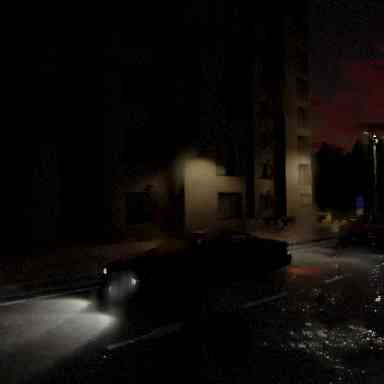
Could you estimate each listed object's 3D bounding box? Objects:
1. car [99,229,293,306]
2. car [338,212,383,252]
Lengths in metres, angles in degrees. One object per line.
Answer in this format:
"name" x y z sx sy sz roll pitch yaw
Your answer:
"car" 0.410 1.719 8.728 5.357 1.411 2.033 0 -1 -38
"car" 8.515 1.648 14.996 5.008 1.535 1.882 0 -1 -38
